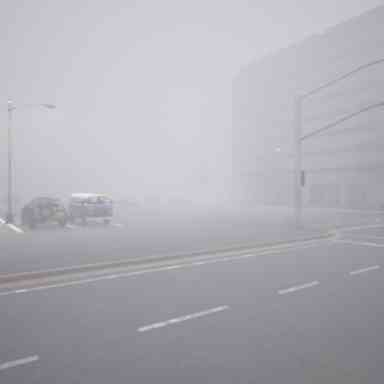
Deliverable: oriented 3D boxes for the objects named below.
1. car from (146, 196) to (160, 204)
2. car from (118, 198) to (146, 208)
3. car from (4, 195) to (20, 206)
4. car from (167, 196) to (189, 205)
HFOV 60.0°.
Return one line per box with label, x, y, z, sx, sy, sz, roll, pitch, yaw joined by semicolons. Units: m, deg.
car;-8.364;1.522;67.002;1.882;1.535;5.008;0;0;-35
car;-9.414;1.595;50.183;2.033;1.411;5.357;0;0;-35
car;-29.199;1.206;53.947;1.932;1.855;4.605;0;0;-35
car;-2.541;1.521;58.855;1.882;1.535;5.008;0;0;-35
